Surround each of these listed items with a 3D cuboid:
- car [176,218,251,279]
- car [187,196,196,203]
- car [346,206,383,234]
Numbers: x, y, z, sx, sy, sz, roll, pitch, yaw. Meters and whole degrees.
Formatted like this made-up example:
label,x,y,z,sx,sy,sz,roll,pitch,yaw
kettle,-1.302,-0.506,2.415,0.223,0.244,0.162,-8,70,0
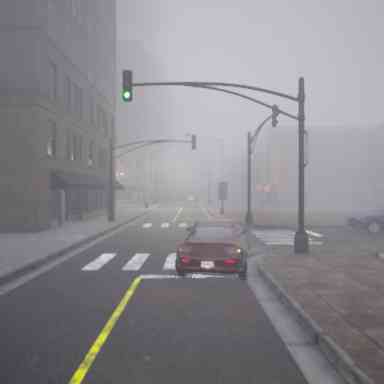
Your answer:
label,x,y,z,sx,sy,sz,roll,pitch,yaw
car,0.756,1.520,10.018,1.812,1.442,4.674,0,0,10
car,-0.121,1.521,70.436,1.812,1.442,4.674,0,0,0
car,11.069,1.418,18.164,5.008,1.535,1.882,0,0,0
